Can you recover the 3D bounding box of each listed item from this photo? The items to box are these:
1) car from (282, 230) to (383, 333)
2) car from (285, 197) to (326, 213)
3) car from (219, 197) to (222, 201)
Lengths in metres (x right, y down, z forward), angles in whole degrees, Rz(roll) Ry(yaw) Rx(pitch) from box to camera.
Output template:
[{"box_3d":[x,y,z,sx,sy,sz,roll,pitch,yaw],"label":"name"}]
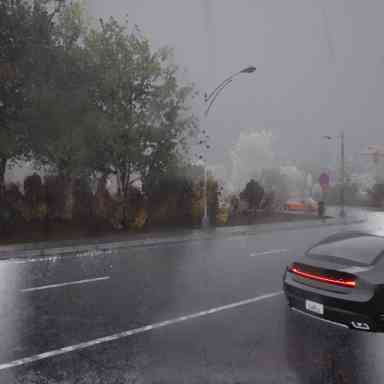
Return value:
[{"box_3d":[3.839,1.505,6.476,4.892,1.490,1.837,0,0,-35],"label":"car"},{"box_3d":[12.510,1.352,36.826,2.097,1.767,4.553,0,0,-32],"label":"car"},{"box_3d":[4.499,1.353,69.509,1.994,1.385,4.181,0,1,-33],"label":"car"}]
